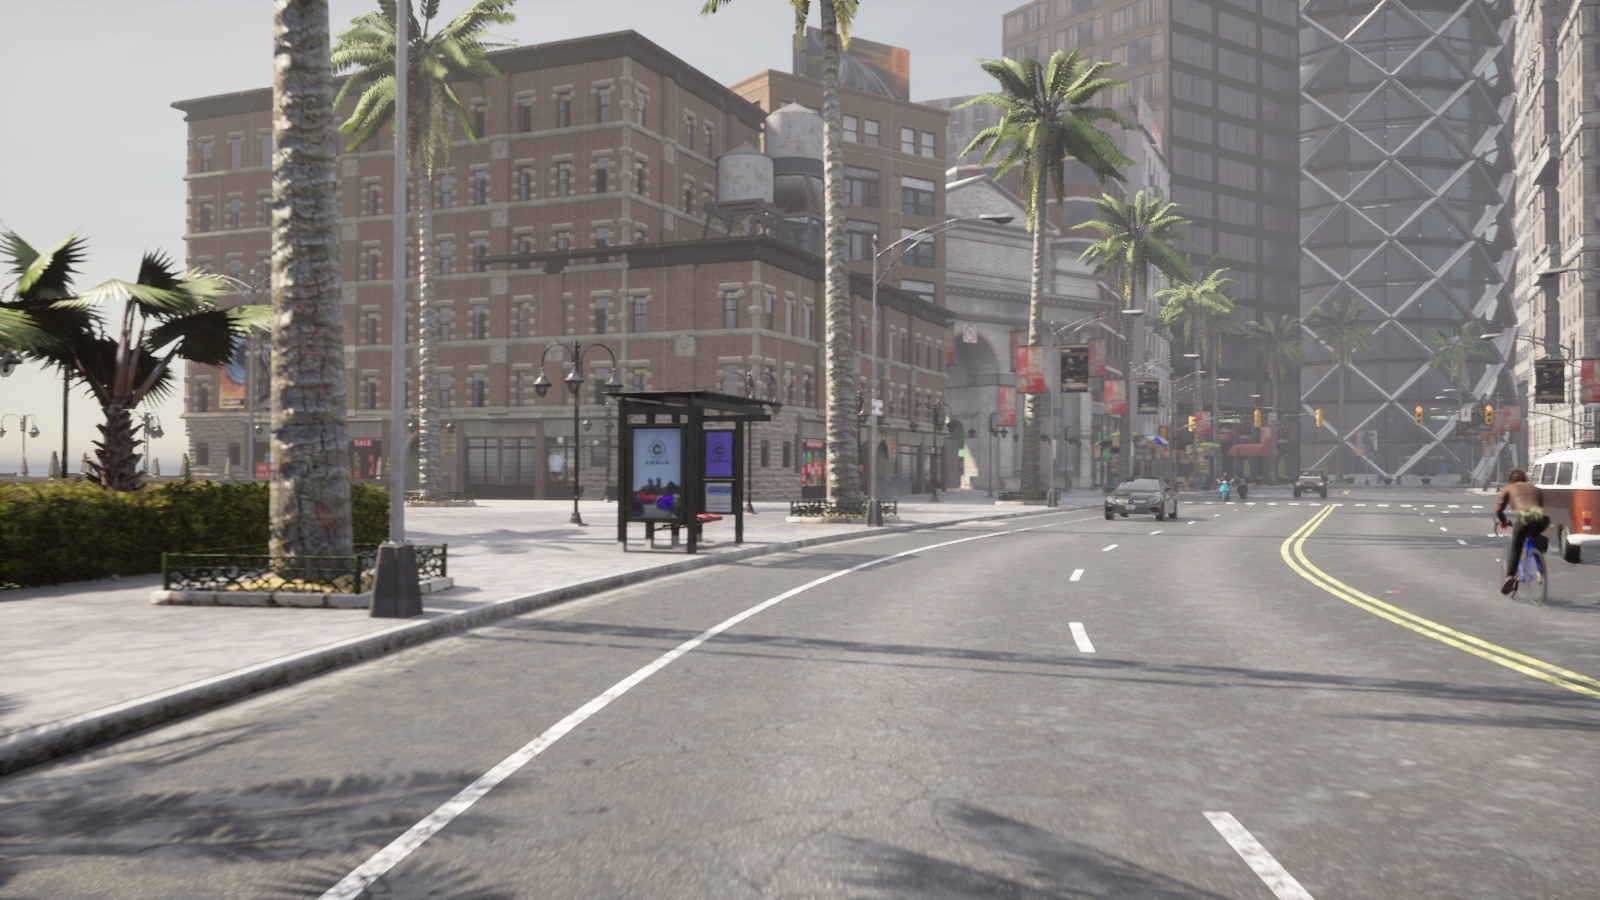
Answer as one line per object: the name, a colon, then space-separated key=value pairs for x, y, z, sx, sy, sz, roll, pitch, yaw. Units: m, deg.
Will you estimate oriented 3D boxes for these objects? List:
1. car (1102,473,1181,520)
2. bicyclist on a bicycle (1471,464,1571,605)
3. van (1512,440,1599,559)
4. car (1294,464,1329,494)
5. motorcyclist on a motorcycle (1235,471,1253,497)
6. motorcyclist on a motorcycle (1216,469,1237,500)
car: x=11.361 y=1.494 z=41.589 sx=1.812 sy=1.442 sz=4.674 roll=-1 pitch=-1 yaw=24
bicyclist on a bicycle: x=8.790 y=0.992 z=15.370 sx=0.582 sy=1.620 sz=1.656 roll=0 pitch=-1 yaw=13
van: x=14.854 y=0.874 z=23.363 sx=2.069 sy=2.038 sz=4.480 roll=-1 pitch=-1 yaw=20
car: x=32.907 y=1.840 z=80.788 sx=1.905 sy=1.878 sz=3.866 roll=-1 pitch=-1 yaw=24
motorcyclist on a motorcycle: x=26.774 y=2.017 z=75.708 sx=0.866 sy=1.530 sz=2.191 roll=-1 pitch=-1 yaw=24
motorcyclist on a motorcycle: x=22.491 y=1.793 z=66.230 sx=0.866 sy=1.590 sz=1.817 roll=-1 pitch=-1 yaw=24
